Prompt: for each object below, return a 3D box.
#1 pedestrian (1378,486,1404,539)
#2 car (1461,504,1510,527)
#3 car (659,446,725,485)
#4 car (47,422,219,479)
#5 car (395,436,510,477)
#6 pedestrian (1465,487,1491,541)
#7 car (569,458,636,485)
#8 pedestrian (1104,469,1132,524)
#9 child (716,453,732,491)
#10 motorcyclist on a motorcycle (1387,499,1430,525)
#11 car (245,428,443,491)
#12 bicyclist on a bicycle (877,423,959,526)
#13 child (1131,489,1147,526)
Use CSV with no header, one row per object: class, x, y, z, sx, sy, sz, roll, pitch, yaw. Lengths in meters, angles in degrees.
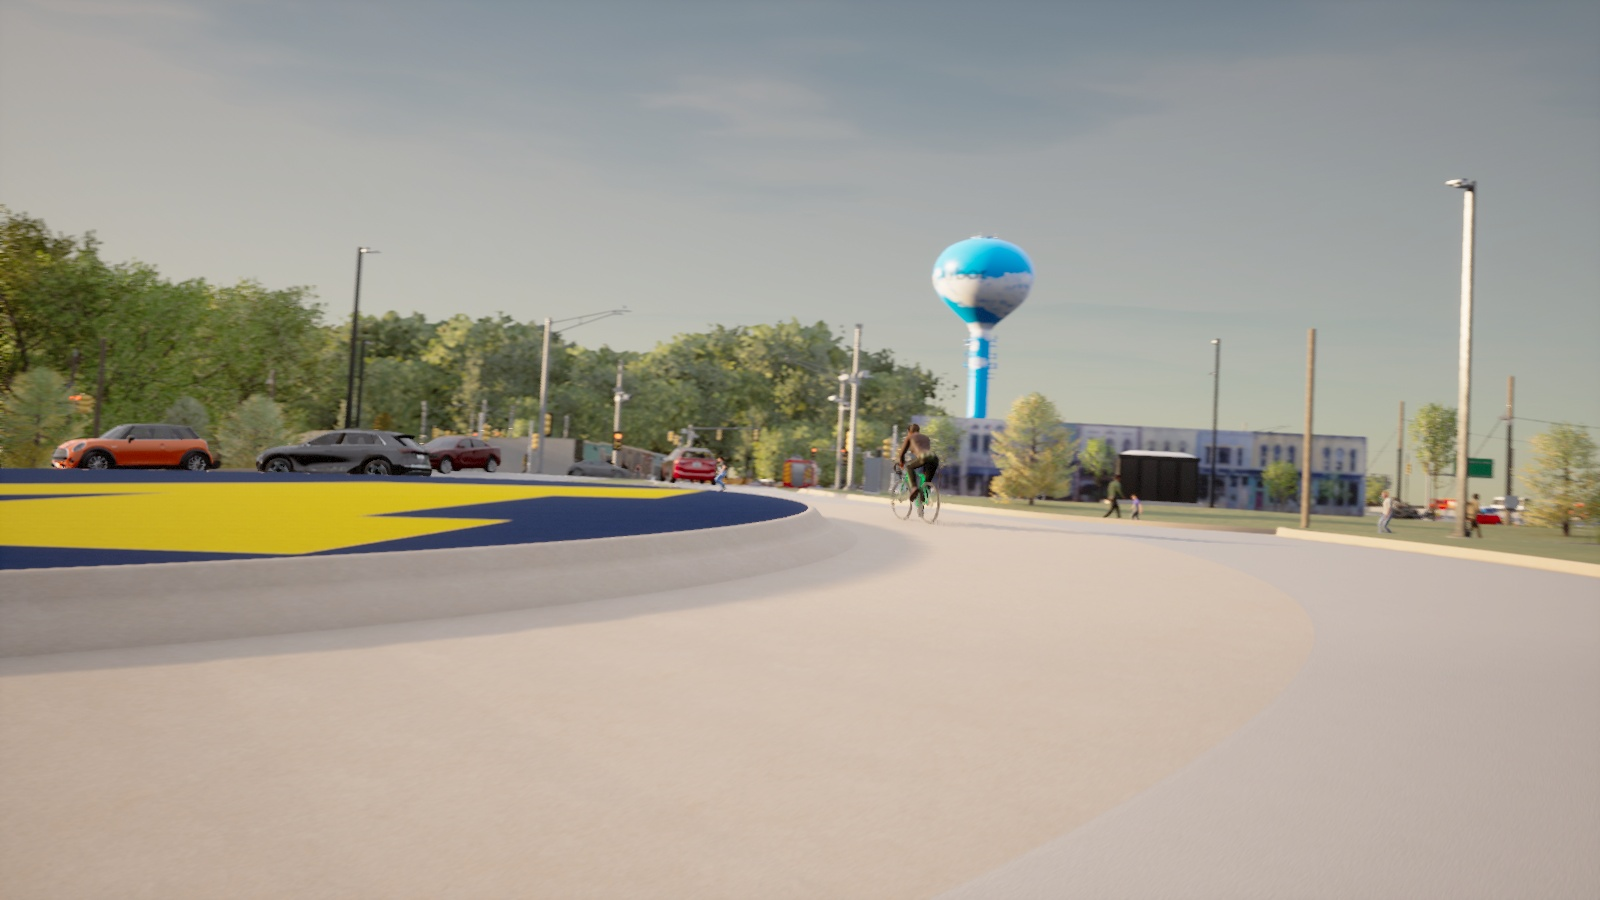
pedestrian,20.890,2.207,44.402,0.706,1.836,0.354,3,-3,2
car,42.415,4.034,77.743,2.207,1.376,1.481,2,-3,-13
car,-5.079,0.707,58.468,2.242,1.667,4.611,3,-1,-15
car,-21.855,0.030,41.274,2.097,1.767,4.553,0,0,43
car,-14.186,0.243,51.598,1.882,1.535,5.008,2,1,21
pedestrian,24.589,2.313,45.569,0.692,1.930,0.396,3,-3,-1
car,-13.026,1.424,82.782,4.181,1.385,1.994,5,-3,-10
pedestrian,11.494,1.696,45.408,0.788,1.949,0.423,3,-3,-11
child,-2.607,0.755,42.920,0.437,1.263,0.270,3,-3,-12
motorcyclist on a motorcycle,37.364,3.803,77.139,2.191,1.530,0.866,2,-3,6
car,-12.940,0.297,35.794,4.856,1.649,2.033,1,-3,6
bicyclist on a bicycle,1.914,0.388,20.605,0.582,1.620,1.656,2,0,-22
child,11.937,2.034,44.240,0.437,1.263,0.270,3,-3,-2
